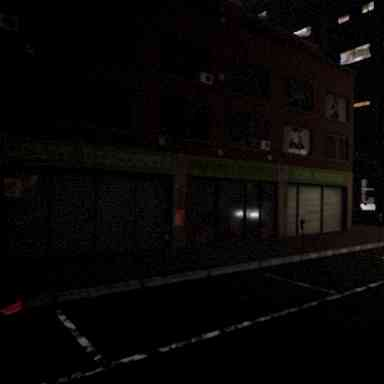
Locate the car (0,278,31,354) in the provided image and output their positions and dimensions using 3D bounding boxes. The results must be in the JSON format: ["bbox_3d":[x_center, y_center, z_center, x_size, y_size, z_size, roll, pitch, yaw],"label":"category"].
[{"bbox_3d":[-4.088,1.567,3.627,4.206,1.307,1.802,1,0,-36],"label":"car"}]
